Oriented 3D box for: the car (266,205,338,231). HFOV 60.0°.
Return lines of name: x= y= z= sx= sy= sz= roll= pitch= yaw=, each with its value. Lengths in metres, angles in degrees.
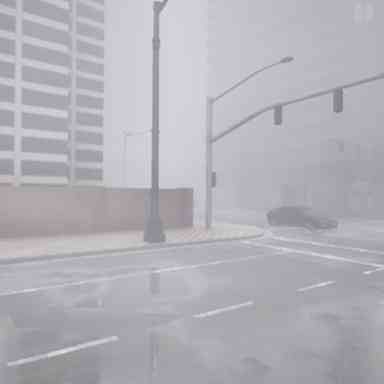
car: x=7.192 y=1.675 z=22.142 sx=1.837 sy=1.490 sz=4.892 roll=1 pitch=0 yaw=-36
